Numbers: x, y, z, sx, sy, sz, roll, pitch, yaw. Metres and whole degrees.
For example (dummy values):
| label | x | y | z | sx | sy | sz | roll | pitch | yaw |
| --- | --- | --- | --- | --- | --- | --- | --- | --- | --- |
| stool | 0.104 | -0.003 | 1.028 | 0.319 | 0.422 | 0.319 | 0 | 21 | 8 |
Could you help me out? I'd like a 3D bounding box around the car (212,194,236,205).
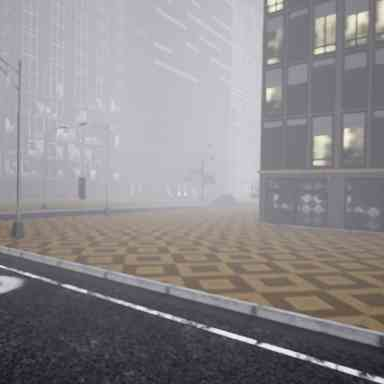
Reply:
| label | x | y | z | sx | sy | sz | roll | pitch | yaw |
| --- | --- | --- | --- | --- | --- | --- | --- | --- | --- |
| car | 5.066 | 1.158 | 52.805 | 2.097 | 1.767 | 4.553 | 2 | 1 | 37 |
